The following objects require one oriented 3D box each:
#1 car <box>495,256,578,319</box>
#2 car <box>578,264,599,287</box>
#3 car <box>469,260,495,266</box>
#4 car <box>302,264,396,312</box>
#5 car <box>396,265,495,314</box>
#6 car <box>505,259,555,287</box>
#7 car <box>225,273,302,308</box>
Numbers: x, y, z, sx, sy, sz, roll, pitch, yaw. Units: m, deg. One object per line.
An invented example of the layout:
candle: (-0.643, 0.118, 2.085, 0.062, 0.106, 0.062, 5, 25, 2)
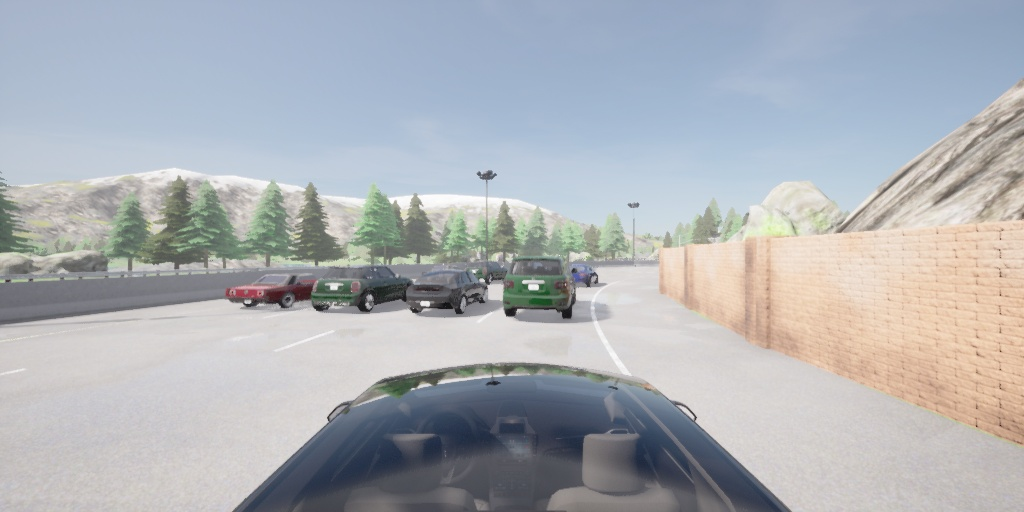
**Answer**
car: (1.162, 1.008, 13.105, 2.150, 2.045, 5.566, 0, 0, 11)
car: (4.643, 1.283, 24.349, 1.812, 1.442, 4.674, 0, 0, 23)
car: (-1.813, 1.116, 27.053, 2.097, 1.767, 4.553, 0, 0, 23)
car: (-5.712, 1.116, 14.431, 2.097, 1.767, 4.553, 0, 0, 11)
car: (-2.275, 1.266, 13.768, 1.837, 1.490, 4.892, 0, 0, 11)
car: (1.409, 1.116, 25.687, 2.097, 1.767, 4.553, 0, 0, 23)
car: (-9.131, 1.366, 15.182, 1.895, 1.301, 4.718, 0, 0, 11)
